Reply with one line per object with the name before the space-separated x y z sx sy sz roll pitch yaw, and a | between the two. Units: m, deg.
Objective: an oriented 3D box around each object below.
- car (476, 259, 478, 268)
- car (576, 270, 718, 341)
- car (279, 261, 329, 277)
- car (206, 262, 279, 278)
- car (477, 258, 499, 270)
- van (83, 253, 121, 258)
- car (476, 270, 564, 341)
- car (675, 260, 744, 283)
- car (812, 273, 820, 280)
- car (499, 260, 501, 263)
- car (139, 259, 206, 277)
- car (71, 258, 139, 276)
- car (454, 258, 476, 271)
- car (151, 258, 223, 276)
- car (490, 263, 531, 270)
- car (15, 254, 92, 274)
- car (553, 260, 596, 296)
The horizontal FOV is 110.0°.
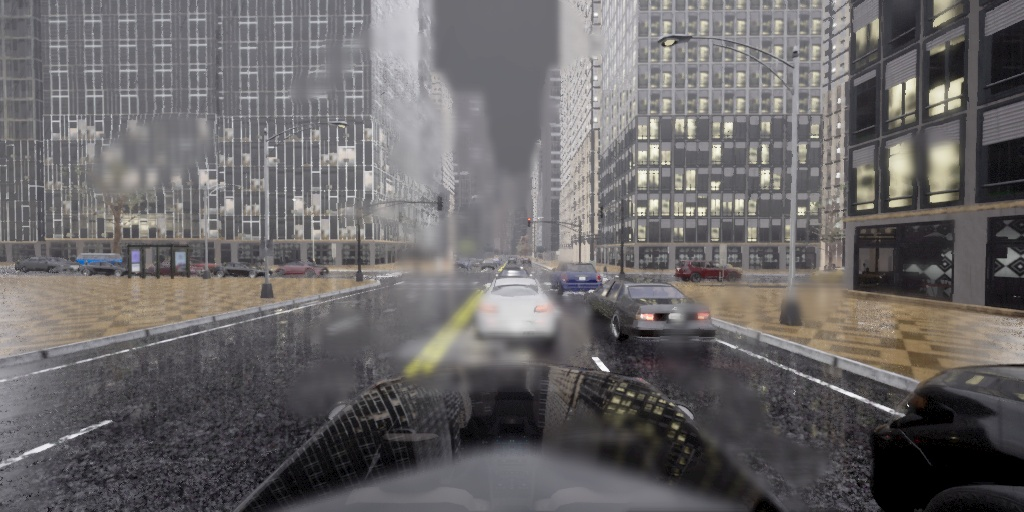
car | -6.570 1.208 60.797 1.837 1.490 4.892 0 0 0
car | 3.353 1.293 9.829 2.033 1.411 5.357 0 0 0
car | -19.170 1.160 32.939 4.181 1.385 1.994 0 1 1
car | -22.727 1.174 30.301 4.313 1.339 1.948 0 0 1
car | -3.334 1.262 51.269 2.033 1.411 5.357 0 0 0
van | -45.281 0.605 39.271 3.998 1.789 1.690 0 0 1
car | 0.100 1.272 9.688 1.812 1.442 4.674 0 0 0
car | 16.198 1.269 29.767 5.009 1.841 2.192 0 0 1
car | 27.647 1.579 29.569 4.829 1.417 1.751 0 0 1
car | -3.317 1.304 61.030 1.895 1.301 4.718 0 0 0
car | -28.411 1.138 30.435 4.207 1.307 1.802 0 0 1
car | -34.091 1.069 30.609 4.313 1.339 1.948 0 0 1
car | -6.616 1.068 49.285 2.097 1.767 4.553 0 0 1
car | -29.951 0.976 33.158 5.008 1.535 1.882 1 1 1
car | 0.102 1.288 18.933 2.033 1.411 5.357 0 0 0
car | -43.059 0.868 33.439 4.902 1.511 2.128 1 1 1
car | 3.353 1.093 19.215 2.097 1.767 4.553 0 0 0
